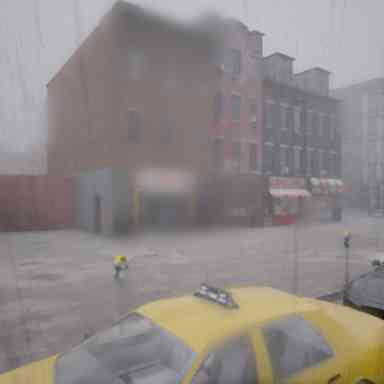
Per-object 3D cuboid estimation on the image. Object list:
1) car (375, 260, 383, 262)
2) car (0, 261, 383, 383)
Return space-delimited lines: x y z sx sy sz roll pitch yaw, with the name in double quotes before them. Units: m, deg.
"car" 4.568 1.628 6.071 4.313 1.339 1.947 1 -1 -36
"car" -0.008 1.539 2.805 4.829 1.417 1.752 1 -1 -36
